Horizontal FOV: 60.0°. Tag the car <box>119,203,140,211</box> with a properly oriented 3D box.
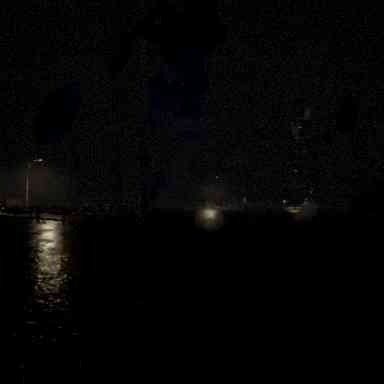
[{"bbox_3d":[-10.905,2.759,60.877,2.033,1.411,5.357,-1,-2,36],"label":"car"}]
